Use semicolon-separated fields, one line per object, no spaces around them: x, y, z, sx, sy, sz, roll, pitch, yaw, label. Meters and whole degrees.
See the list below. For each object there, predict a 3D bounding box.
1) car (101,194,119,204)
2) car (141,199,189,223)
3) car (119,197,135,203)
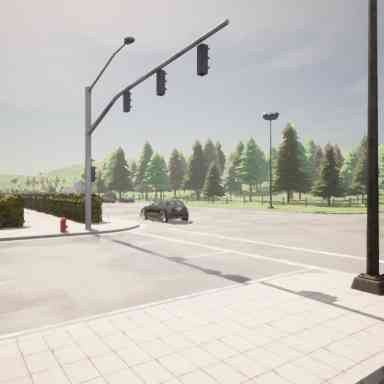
-16.767;1.601;65.607;1.895;1.301;4.718;0;0;-34;car
-2.186;1.351;25.959;2.097;1.767;4.553;0;0;-36;car
-13.128;1.601;66.505;1.895;1.301;4.718;0;0;-35;car
